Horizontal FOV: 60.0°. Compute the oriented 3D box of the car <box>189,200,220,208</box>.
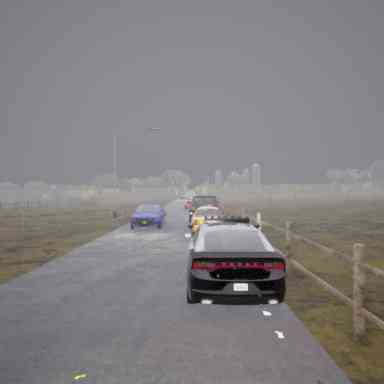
[{"bbox_3d":[0.864,1.456,18.363,1.801,1.575,5.366,0,0,0],"label":"car"}]

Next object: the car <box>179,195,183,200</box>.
[{"bbox_3d":[-2.555,1.538,91.702,1.895,1.301,4.718,0,0,0],"label":"car"}]

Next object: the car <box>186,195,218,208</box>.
[{"bbox_3d":[0.877,1.226,24.203,2.150,2.045,5.566,0,0,0],"label":"car"}]

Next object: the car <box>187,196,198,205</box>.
[{"bbox_3d":[0.124,1.539,58.423,1.812,1.442,4.674,0,0,0],"label":"car"}]

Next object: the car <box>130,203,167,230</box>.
[{"bbox_3d":[-2.705,1.478,21.481,1.882,1.535,5.008,0,0,0],"label":"car"}]

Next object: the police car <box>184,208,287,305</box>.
[{"bbox_3d":[0.843,1.424,8.282,1.930,1.638,5.238,0,0,0],"label":"police car"}]

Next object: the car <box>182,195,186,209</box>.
[{"bbox_3d":[0.117,1.364,45.417,2.097,1.767,4.553,0,0,1],"label":"car"}]
